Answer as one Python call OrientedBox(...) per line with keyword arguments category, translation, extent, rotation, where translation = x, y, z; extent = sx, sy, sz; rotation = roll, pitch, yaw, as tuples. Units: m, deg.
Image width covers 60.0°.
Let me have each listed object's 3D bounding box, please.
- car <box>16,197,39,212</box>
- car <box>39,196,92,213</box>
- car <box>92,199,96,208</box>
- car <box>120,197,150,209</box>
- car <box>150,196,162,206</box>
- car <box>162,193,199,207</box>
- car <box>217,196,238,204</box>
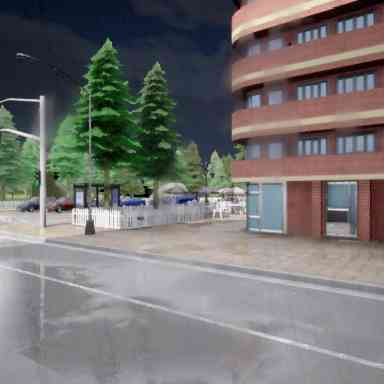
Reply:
OrientedBox(category="car", translation=(-17.144, 1.296, 37.267), extent=(2.097, 1.767, 4.553), rotation=(0, 0, 35))
OrientedBox(category="car", translation=(-13.660, 1.296, 36.129), extent=(2.097, 1.767, 4.553), rotation=(0, 0, 36))
OrientedBox(category="car", translation=(-12.108, 1.508, 44.237), extent=(1.994, 1.385, 4.181), rotation=(0, 0, 35))
OrientedBox(category="car", translation=(-8.250, 1.422, 43.572), extent=(1.882, 1.535, 5.008), rotation=(0, 0, 37))
OrientedBox(category="car", translation=(-4.949, 1.450, 53.080), extent=(1.837, 1.490, 4.892), rotation=(0, 0, 45))
OrientedBox(category="car", translation=(-1.427, 1.165, 51.762), extent=(5.566, 2.045, 2.150), rotation=(0, 0, -44))
OrientedBox(category="car", translation=(6.529, 1.509, 61.953), extent=(4.181, 1.385, 1.994), rotation=(0, 0, -28))
